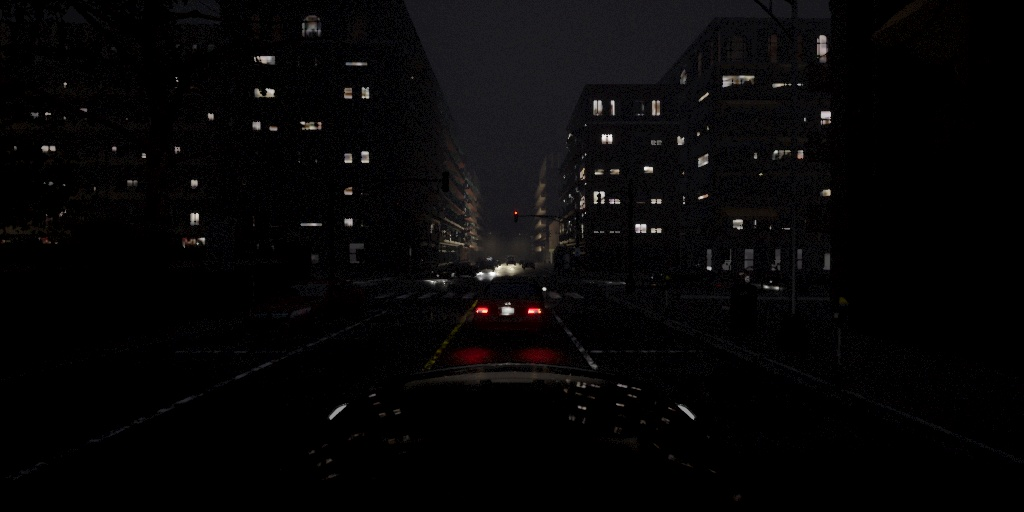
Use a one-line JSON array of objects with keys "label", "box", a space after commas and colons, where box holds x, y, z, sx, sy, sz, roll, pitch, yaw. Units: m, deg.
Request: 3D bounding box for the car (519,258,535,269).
[{"label": "car", "box": [2.535, 1.296, 54.209, 2.007, 1.370, 4.403, 0, 0, 0]}]

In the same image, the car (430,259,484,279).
[{"label": "car", "box": [-4.991, 1.289, 32.302, 2.033, 1.411, 5.357, 1, 0, 27]}]

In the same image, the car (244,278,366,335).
[{"label": "car", "box": [-5.713, 1.331, 10.502, 1.802, 1.307, 4.207, 0, 0, 0]}]

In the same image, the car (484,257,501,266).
[{"label": "car", "box": [-3.250, 1.293, 60.150, 2.033, 1.411, 5.357, 0, 0, 0]}]

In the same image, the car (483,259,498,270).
[{"label": "car", "box": [-3.229, 1.346, 47.449, 1.895, 1.301, 4.718, 0, 0, 0]}]

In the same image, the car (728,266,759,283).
[{"label": "car", "box": [21.293, 1.569, 31.431, 4.097, 1.591, 1.967, 0, 0, -1]}]

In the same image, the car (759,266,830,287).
[{"label": "car", "box": [23.499, 1.730, 28.906, 5.357, 1.411, 2.033, 1, 0, -1]}]

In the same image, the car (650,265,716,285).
[{"label": "car", "box": [13.690, 1.500, 28.752, 4.902, 1.511, 2.128, 1, 0, -1]}]

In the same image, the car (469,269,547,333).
[{"label": "car", "box": [0.052, 1.296, 10.715, 2.033, 1.411, 5.357, 0, 0, 3]}]

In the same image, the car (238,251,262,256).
[{"label": "car", "box": [-17.606, 0.693, 25.075, 5.566, 2.045, 2.150, 1, 0, -1]}]

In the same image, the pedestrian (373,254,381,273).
[{"label": "pedestrian", "box": [-12.807, 0.650, 33.883, 0.375, 1.860, 0.375, 0, -1, -1]}]
